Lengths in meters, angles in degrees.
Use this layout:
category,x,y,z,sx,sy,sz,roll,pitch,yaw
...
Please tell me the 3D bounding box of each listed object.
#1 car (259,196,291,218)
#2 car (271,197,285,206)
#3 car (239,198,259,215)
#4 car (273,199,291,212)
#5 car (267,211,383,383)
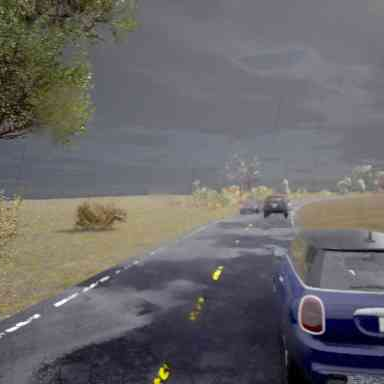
category,x,y,z,sx,sy,sz,roll,pitch,yaw
car,8.117,1.381,31.984,2.150,2.045,5.566,-2,-1,17
car,16.551,1.820,63.917,1.812,1.442,4.674,-2,-1,23
car,6.787,1.612,38.268,2.097,1.767,4.553,-2,-1,18
car,11.646,1.721,43.058,1.812,1.442,4.674,-2,-1,20
car,2.438,1.357,5.388,2.097,1.767,4.553,-1,-1,11
